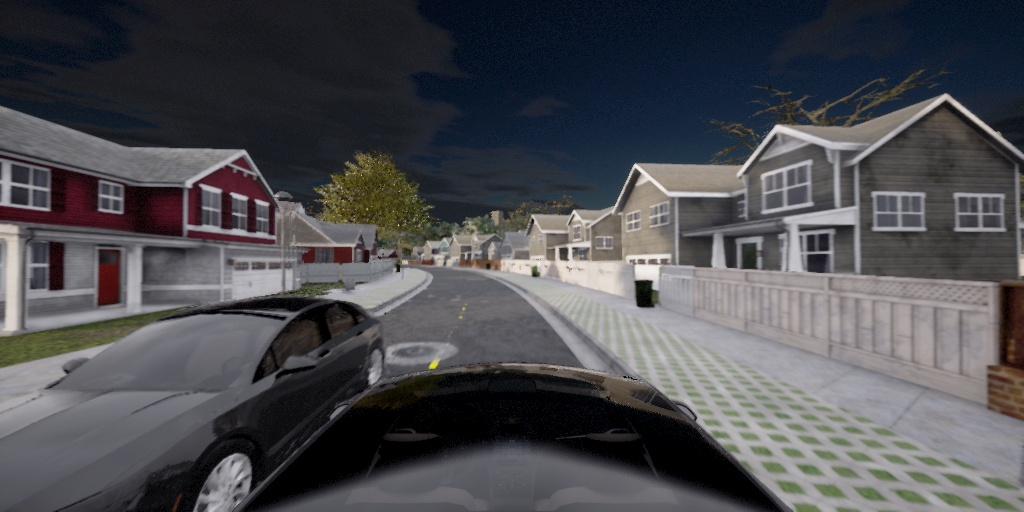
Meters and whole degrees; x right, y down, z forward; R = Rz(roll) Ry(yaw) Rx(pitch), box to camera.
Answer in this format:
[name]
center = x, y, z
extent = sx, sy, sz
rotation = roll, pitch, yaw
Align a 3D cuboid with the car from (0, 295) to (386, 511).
[car]
center = -2.900, 1.273, 3.914
extent = 1.837, 1.490, 4.892
rotation = 0, 0, -1
